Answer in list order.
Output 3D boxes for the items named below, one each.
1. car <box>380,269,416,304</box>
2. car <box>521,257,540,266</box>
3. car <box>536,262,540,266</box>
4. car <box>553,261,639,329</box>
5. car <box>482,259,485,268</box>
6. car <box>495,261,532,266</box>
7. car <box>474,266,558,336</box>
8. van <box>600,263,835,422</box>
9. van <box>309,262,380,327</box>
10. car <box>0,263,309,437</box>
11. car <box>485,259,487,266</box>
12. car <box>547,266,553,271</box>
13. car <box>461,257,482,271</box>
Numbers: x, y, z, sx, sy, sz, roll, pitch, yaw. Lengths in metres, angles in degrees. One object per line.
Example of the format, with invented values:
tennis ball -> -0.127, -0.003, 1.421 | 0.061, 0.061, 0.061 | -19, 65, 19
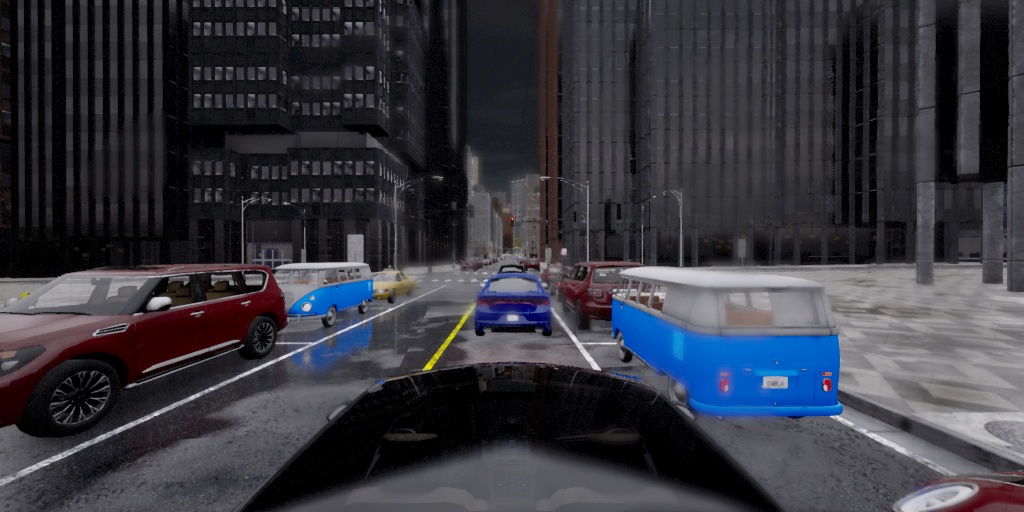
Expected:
car -> -5.763, 1.276, 16.505 | 1.751, 1.417, 4.829 | 0, 0, 0
car -> 2.763, 1.084, 49.229 | 2.192, 1.841, 5.009 | 0, 0, 0
car -> 2.763, 1.297, 22.189 | 1.888, 1.381, 4.507 | 0, 0, 0
car -> 2.766, 1.065, 11.138 | 2.192, 1.841, 5.009 | 0, 0, 0
car -> -5.762, 1.090, 54.882 | 2.192, 1.841, 5.009 | 0, 0, 0
car -> 0.001, 1.257, 20.797 | 1.837, 1.490, 4.892 | 0, 0, 0
car -> 0.058, 1.228, 10.426 | 1.882, 1.535, 5.008 | 0, 0, 1
van -> 2.767, 1.091, 5.612 | 1.690, 1.789, 3.998 | 0, 0, 0
van -> -5.764, 1.091, 11.151 | 1.690, 1.789, 3.998 | 0, 0, 0
car -> -5.765, 1.064, 5.626 | 2.192, 1.841, 5.009 | 0, 0, 0
car -> -5.762, 1.348, 60.525 | 1.948, 1.339, 4.313 | 0, 0, 0
car -> 2.764, 1.301, 16.663 | 2.007, 1.370, 4.403 | 0, 0, 0
car -> -5.762, 1.085, 49.239 | 2.192, 1.841, 5.009 | 0, 0, 0
